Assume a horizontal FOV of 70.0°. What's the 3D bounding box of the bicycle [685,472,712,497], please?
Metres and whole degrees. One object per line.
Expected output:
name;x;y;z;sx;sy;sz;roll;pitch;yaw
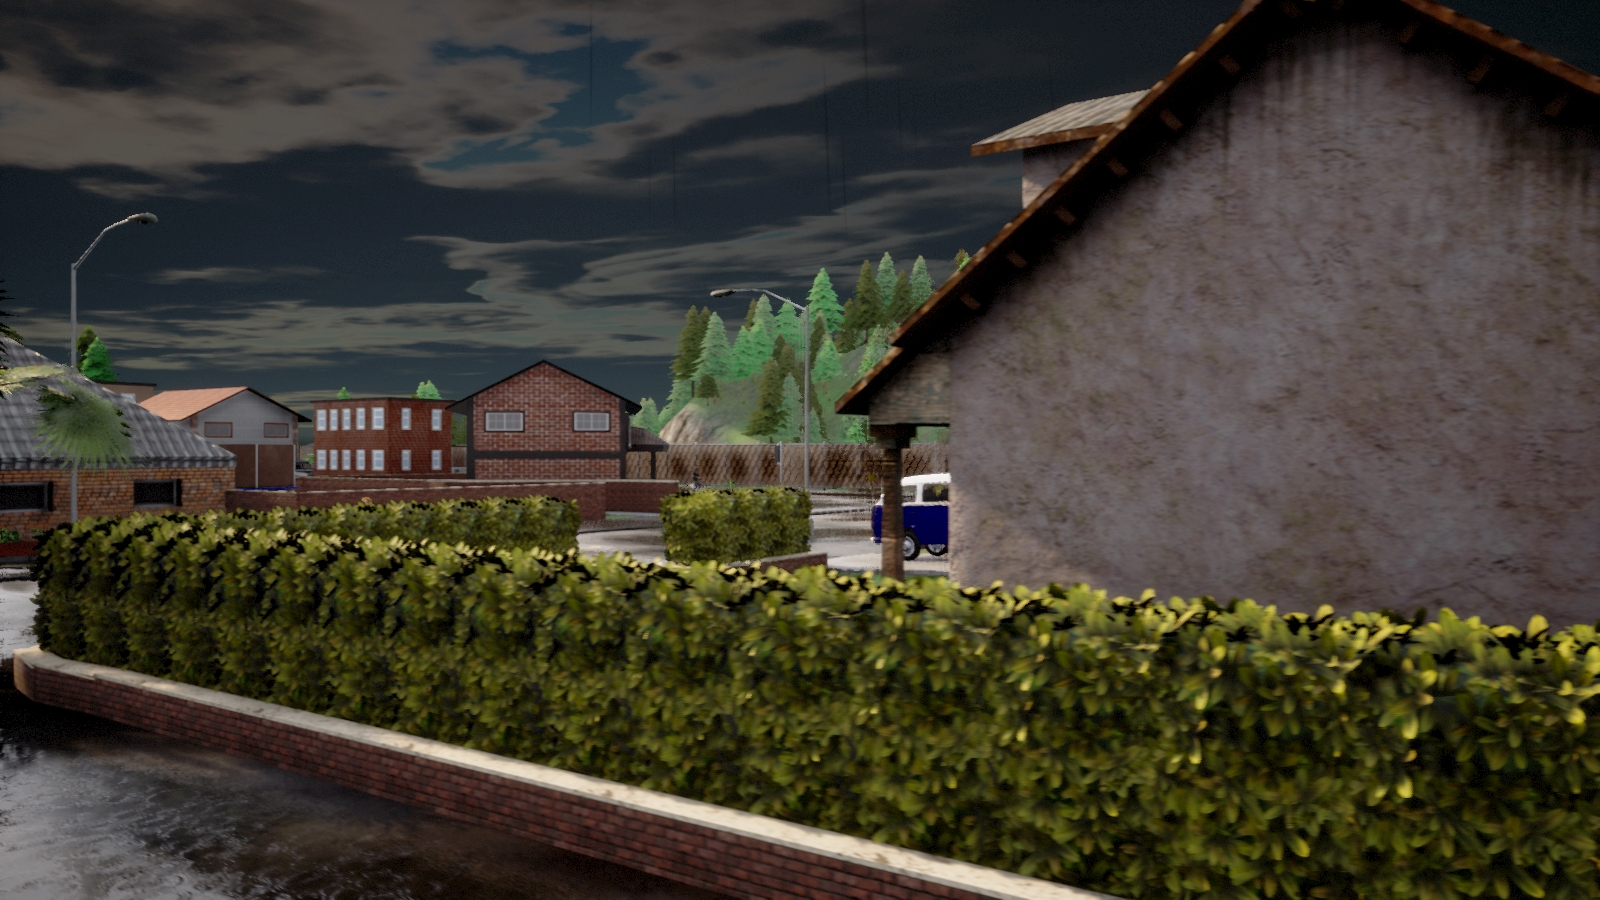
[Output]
bicycle;-6.137;2.059;69.177;1.835;1.471;0.329;0;0;35

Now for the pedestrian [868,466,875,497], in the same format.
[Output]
pedestrian;4.220;1.847;67.365;0.375;1.860;0.375;0;0;15
